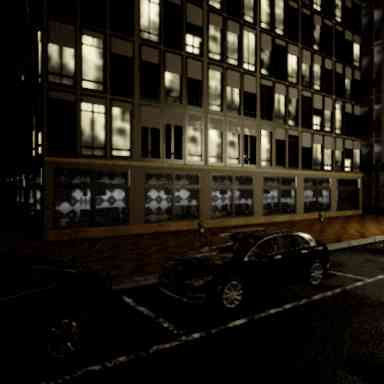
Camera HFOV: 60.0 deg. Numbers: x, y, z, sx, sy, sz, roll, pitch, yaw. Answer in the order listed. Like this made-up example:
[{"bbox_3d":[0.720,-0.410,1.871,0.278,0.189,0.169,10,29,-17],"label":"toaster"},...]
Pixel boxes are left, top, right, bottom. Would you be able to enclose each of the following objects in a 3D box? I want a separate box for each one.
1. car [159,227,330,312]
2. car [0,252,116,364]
[{"bbox_3d":[1.357,1.514,7.526,4.403,1.369,2.008,0,1,-36],"label":"car"},{"bbox_3d":[-3.150,1.567,4.307,4.313,1.339,1.947,0,1,-36],"label":"car"}]
